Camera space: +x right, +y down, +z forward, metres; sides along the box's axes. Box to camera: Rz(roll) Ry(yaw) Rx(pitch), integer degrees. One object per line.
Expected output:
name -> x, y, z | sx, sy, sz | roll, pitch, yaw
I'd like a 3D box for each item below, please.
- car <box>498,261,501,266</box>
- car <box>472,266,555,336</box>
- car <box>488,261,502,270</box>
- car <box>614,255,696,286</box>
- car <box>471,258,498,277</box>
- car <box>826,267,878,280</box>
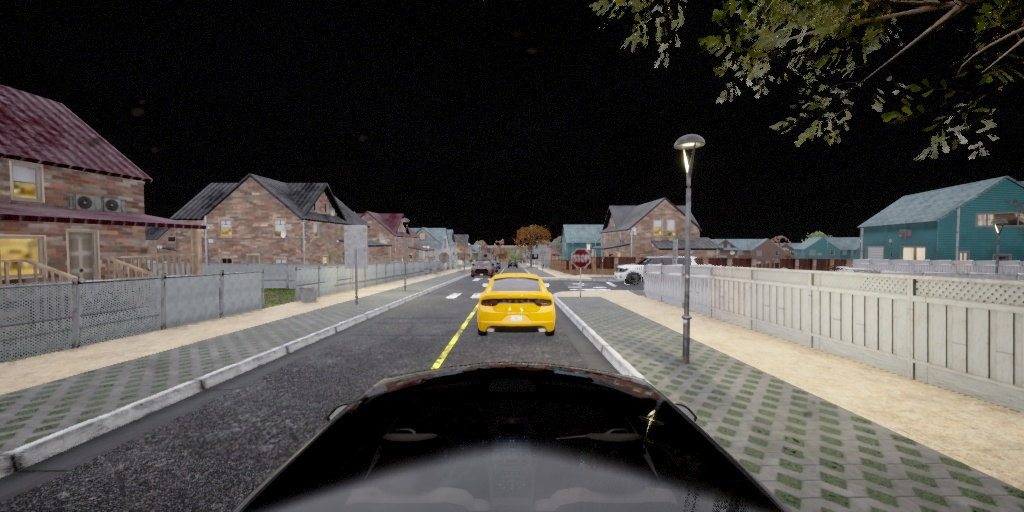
car -> -2.818, 1.196, 45.519 | 2.097, 1.767, 4.553 | 0, 0, 0
car -> 0.118, 1.227, 10.433 | 1.882, 1.535, 5.008 | 0, 0, 0
car -> -2.797, 1.482, 59.555 | 2.033, 1.411, 5.357 | 0, 0, 0
car -> 10.085, 0.984, 25.081 | 5.566, 2.045, 2.150 | 0, 2, 7
car -> -2.827, 1.153, 35.555 | 2.097, 1.767, 4.553 | 0, 0, 0
car -> 21.580, 1.407, 23.221 | 4.674, 1.442, 1.812 | 1, 2, 12
